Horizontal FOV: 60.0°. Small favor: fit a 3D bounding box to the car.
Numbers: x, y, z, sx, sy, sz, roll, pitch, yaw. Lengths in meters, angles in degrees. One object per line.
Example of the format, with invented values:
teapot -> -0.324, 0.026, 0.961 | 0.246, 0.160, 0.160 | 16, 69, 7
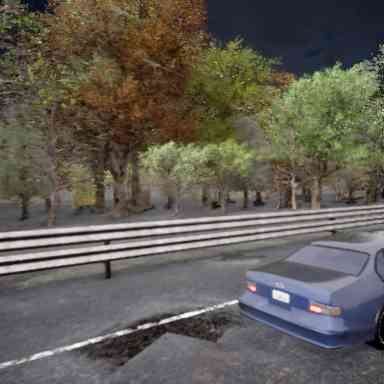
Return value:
car -> 3.288, 1.468, 6.085 | 5.357, 1.411, 2.033 | -1, 1, -35
